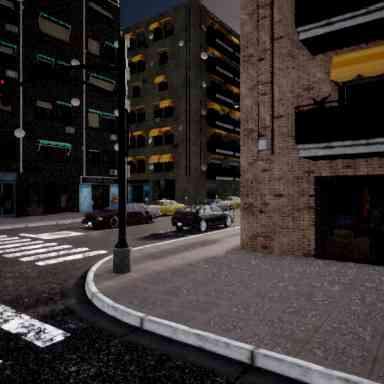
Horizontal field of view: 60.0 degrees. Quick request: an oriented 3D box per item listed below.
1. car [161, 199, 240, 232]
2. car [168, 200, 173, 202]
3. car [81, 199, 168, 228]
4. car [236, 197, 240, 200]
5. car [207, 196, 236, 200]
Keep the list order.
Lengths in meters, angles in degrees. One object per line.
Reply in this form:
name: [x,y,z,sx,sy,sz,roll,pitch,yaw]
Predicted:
car: [0.668,1.334,18.288,2.008,1.369,4.403,1,1,36]
car: [-2.470,1.255,27.353,1.752,1.417,4.829,1,1,36]
car: [-4.187,1.351,20.839,2.033,1.411,5.357,0,1,36]
car: [4.218,1.114,36.513,1.752,1.417,4.829,1,1,36]
car: [1.656,1.244,28.831,1.994,1.385,4.181,0,1,37]
